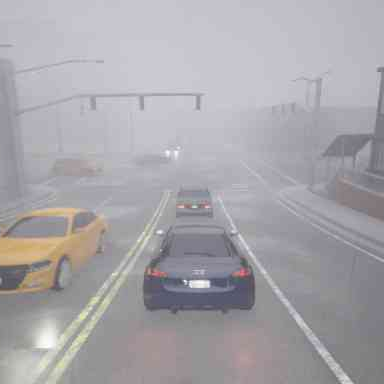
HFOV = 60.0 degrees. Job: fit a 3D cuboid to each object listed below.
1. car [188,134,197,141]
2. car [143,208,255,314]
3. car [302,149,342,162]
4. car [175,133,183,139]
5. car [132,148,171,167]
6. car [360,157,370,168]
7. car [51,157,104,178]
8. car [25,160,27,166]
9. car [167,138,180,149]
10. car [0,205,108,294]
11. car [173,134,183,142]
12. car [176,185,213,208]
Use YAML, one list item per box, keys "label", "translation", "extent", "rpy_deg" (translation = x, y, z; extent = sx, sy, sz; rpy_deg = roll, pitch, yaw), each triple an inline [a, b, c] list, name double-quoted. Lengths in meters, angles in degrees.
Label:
- label: "car"
  translation: [0.112, -13.090, 80.130]
  extent: [1.837, 1.490, 4.892]
  rpy_deg: [0, 12, 0]
- label: "car"
  translation: [0.113, 1.346, 7.384]
  extent: [1.994, 1.385, 4.181]
  rpy_deg: [0, 3, 0]
- label: "car"
  translation: [16.176, -4.551, 41.336]
  extent: [4.674, 1.442, 1.812]
  rpy_deg: [0, 12, 0]
- label: "car"
  translation: [-3.377, -14.791, 87.996]
  extent: [1.812, 1.442, 4.674]
  rpy_deg: [0, 12, 0]
- label: "car"
  translation: [-4.547, -3.724, 37.596]
  extent: [4.674, 1.442, 1.812]
  rpy_deg: [-10, 17, -39]
- label: "car"
  translation: [20.026, -3.049, 34.264]
  extent: [5.008, 1.535, 1.882]
  rpy_deg: [0, 12, 0]
- label: "car"
  translation: [-10.496, -2.355, 30.556]
  extent: [4.553, 1.767, 2.097]
  rpy_deg: [2, 13, 7]
- label: "car"
  translation: [-19.744, -2.958, 34.475]
  extent: [4.718, 1.301, 1.895]
  rpy_deg: [0, 12, 0]
- label: "car"
  translation: [-3.491, -8.294, 58.760]
  extent: [1.895, 1.301, 4.718]
  rpy_deg: [0, 12, -2]
- label: "car"
  translation: [-3.583, 1.191, 8.539]
  extent: [1.882, 1.535, 5.008]
  rpy_deg: [0, 4, 0]
- label: "car"
  translation: [-3.405, -10.489, 68.407]
  extent: [2.128, 1.511, 4.902]
  rpy_deg: [0, 12, 0]
- label: "car"
  translation: [0.117, 0.361, 17.268]
  extent: [2.033, 1.411, 5.357]
  rpy_deg: [0, 8, 0]
